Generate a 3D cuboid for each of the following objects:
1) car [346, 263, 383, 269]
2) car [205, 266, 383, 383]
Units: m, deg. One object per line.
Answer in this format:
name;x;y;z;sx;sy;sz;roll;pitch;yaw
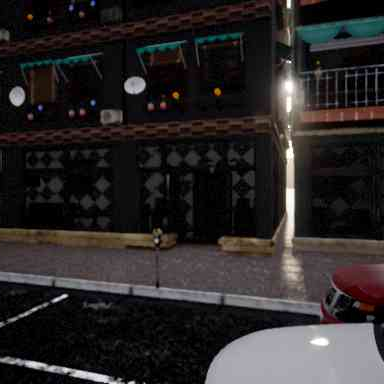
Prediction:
car;4.081;1.300;3.584;5.009;1.841;2.192;0;0;17
car;2.359;1.516;2.166;4.674;1.442;1.812;0;0;17
